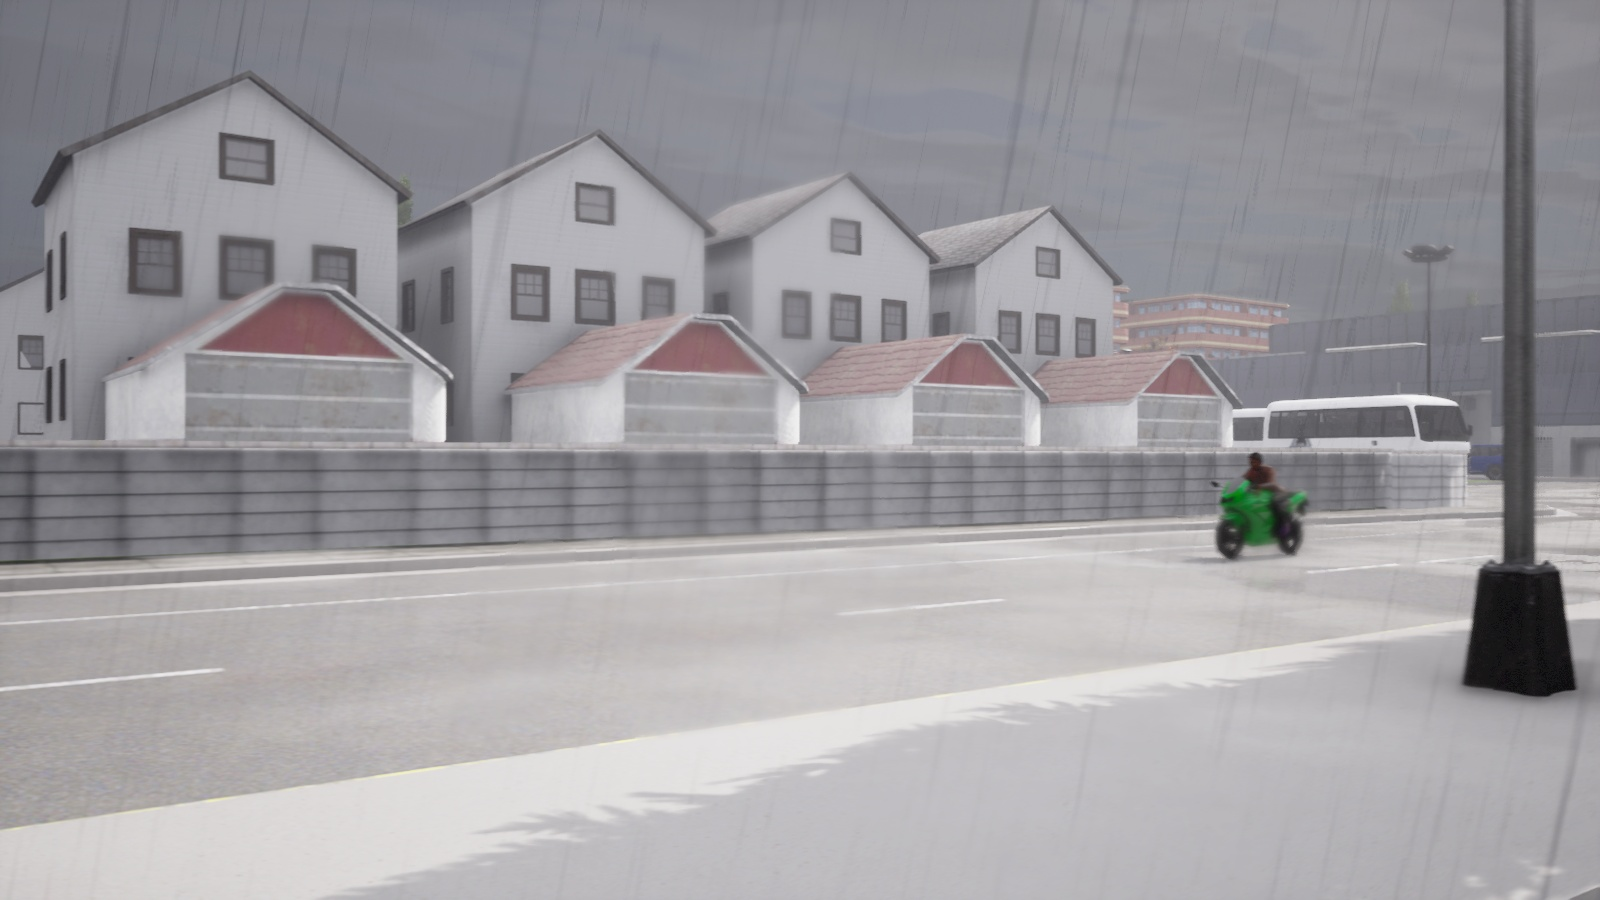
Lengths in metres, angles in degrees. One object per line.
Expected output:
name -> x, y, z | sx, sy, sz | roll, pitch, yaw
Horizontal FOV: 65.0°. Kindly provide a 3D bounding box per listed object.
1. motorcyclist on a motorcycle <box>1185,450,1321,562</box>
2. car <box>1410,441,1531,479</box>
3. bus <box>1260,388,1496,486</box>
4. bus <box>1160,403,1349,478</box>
motorcyclist on a motorcycle -> 6.477, 0.757, 17.915 | 2.044, 1.523, 0.797 | 0, 0, -35
car -> 37.332, 0.555, 70.000 | 5.566, 2.045, 2.150 | 0, 0, 45
bus -> 27.184, -0.543, 59.836 | 3.944, 4.253, 10.273 | 0, 0, -22
bus -> 27.427, -0.503, 76.360 | 3.944, 4.253, 10.273 | 0, 0, -38
